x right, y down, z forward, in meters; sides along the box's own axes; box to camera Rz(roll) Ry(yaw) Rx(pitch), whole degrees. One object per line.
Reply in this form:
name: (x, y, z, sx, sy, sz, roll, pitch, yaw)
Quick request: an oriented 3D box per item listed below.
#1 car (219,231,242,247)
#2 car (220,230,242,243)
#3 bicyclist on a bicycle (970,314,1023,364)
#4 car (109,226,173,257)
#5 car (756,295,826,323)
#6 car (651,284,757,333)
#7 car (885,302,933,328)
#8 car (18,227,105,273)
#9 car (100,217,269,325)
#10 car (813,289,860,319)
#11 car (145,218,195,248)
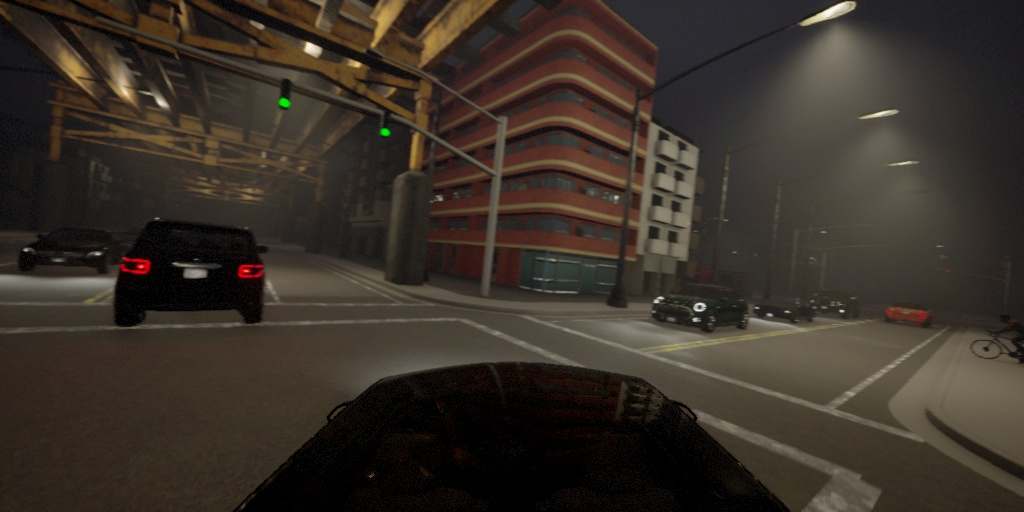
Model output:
car: (-30.889, -1.933, 39.404, 1.812, 1.442, 4.674, 6, 0, -37)
car: (-36.949, -2.613, 47.169, 2.033, 1.411, 5.357, 6, 0, -38)
bicyclist on a bicycle: (17.051, 2.852, 12.259, 0.582, 1.620, 1.656, 6, 0, -37)
car: (-21.270, -0.903, 20.754, 1.812, 1.442, 4.674, 6, 0, -38)
car: (16.060, 3.014, 20.924, 5.357, 1.411, 2.033, 6, 0, -37)
car: (7.678, 1.928, 14.495, 4.553, 1.767, 2.097, 6, 0, -37)
car: (29.965, 4.282, 27.027, 4.553, 1.767, 2.097, 6, 0, -37)
car: (-15.159, -0.284, 12.750, 1.812, 1.442, 4.674, 6, 0, -38)
car: (-7.160, 0.235, 8.397, 2.150, 2.045, 5.566, 6, 0, -38)
car: (24.911, 3.627, 27.644, 5.566, 2.045, 2.150, 6, 0, -37)
car: (-27.739, -1.881, 29.282, 2.150, 2.045, 5.566, 6, 0, -37)
